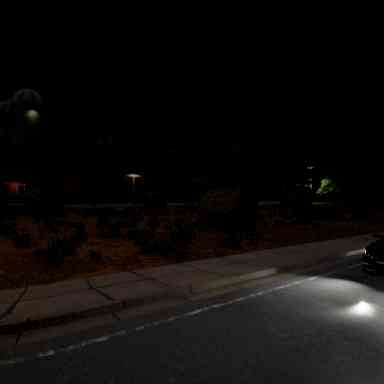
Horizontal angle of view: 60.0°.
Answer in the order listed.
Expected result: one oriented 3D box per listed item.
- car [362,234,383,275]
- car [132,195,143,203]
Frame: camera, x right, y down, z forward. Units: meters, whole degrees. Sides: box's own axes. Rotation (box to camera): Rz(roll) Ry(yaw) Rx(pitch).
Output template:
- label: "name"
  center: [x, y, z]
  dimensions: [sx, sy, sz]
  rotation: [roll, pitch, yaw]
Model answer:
- label: "car"
  center: [6.869, 1.681, 9.975]
  dimensions: [4.892, 1.490, 1.837]
  rotation: [1, -1, -40]
- label: "car"
  center: [-12.323, 1.690, 75.892]
  dimensions: [1.905, 1.878, 3.866]
  rotation: [7, 2, 3]
